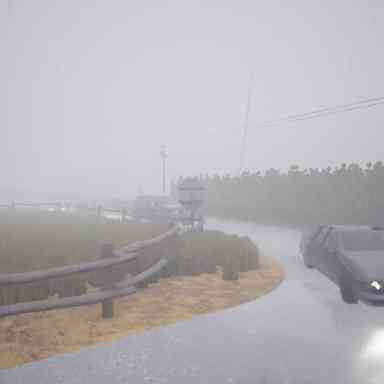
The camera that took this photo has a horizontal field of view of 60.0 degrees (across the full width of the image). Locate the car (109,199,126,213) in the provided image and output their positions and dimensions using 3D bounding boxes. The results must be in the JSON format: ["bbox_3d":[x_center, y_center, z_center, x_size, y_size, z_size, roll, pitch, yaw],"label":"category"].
[{"bbox_3d":[-8.539,1.491,37.342,2.128,1.511,4.902,0,0,-35],"label":"car"}]

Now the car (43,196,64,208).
[{"bbox_3d":[-19.744,1.364,47.413,2.097,1.767,4.553,0,0,-35],"label":"car"}]

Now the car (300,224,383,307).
[{"bbox_3d":[4.149,1.547,8.326,2.033,1.411,5.357,0,0,5],"label":"car"}]

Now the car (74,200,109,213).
[{"bbox_3d":[-10.605,1.600,34.394,1.895,1.301,4.718,0,0,-35],"label":"car"}]

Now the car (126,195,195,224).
[{"bbox_3d":[-2.094,1.224,22.401,2.150,2.045,5.566,0,0,-36],"label":"car"}]
